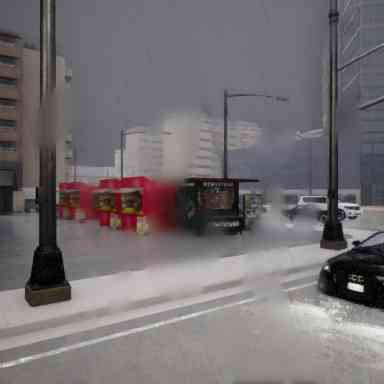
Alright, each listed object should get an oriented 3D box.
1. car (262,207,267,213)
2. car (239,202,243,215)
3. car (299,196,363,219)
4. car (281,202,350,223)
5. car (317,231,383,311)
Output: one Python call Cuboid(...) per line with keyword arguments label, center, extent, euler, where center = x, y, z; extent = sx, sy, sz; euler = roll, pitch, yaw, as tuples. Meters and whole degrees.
Cuboid(label="car", center=(5.953, 1.789, 37.708), extent=(2.033, 1.411, 5.357), euler=(0, -1, -36))
Cuboid(label="car", center=(3.965, 1.769, 34.484), extent=(2.033, 1.411, 5.357), euler=(0, -1, -37))
Cuboid(label="car", center=(11.977, 1.339, 29.419), extent=(2.150, 2.045, 5.566), euler=(0, -1, -36))
Cuboid(label="car", center=(9.649, 1.707, 26.689), extent=(1.895, 1.301, 4.718), euler=(0, -1, -37))
Cuboid(label="car", center=(4.634, 1.564, 7.239), extent=(4.181, 1.385, 1.994), euler=(0, 0, -35))
